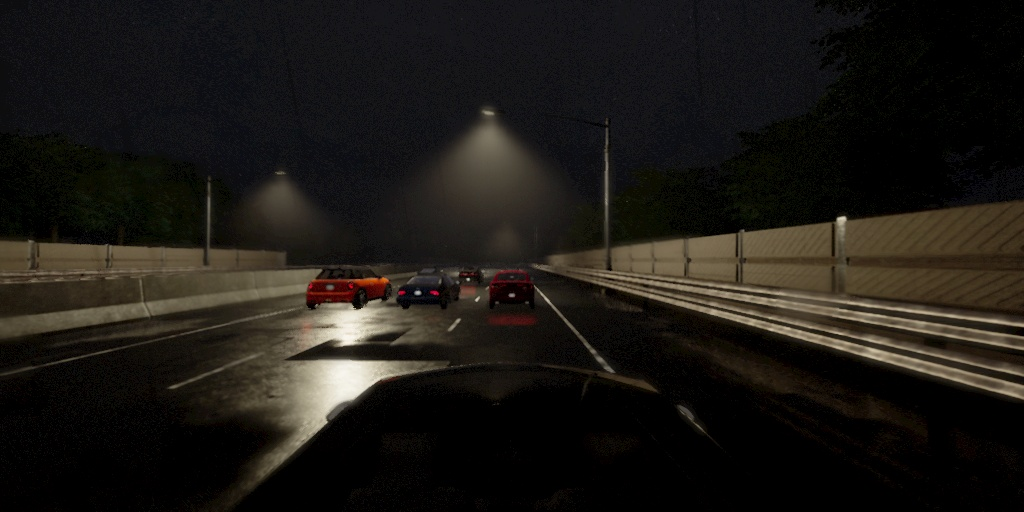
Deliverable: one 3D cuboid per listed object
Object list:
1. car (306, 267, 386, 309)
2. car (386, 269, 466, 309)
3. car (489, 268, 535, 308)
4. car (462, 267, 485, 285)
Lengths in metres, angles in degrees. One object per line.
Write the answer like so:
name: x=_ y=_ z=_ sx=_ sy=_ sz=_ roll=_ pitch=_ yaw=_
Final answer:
car: x=-7.001 y=1.261 z=15.927 sx=2.097 sy=1.767 sz=4.553 roll=0 pitch=-1 yaw=0
car: x=-3.502 y=1.457 z=15.847 sx=2.033 sy=1.411 sz=5.357 roll=0 pitch=-1 yaw=0
car: x=0.002 y=1.394 z=16.324 sx=1.882 sy=1.535 sz=5.008 roll=0 pitch=-1 yaw=0
car: x=-3.502 y=1.651 z=31.149 sx=1.837 sy=1.490 sz=4.892 roll=0 pitch=-1 yaw=0
